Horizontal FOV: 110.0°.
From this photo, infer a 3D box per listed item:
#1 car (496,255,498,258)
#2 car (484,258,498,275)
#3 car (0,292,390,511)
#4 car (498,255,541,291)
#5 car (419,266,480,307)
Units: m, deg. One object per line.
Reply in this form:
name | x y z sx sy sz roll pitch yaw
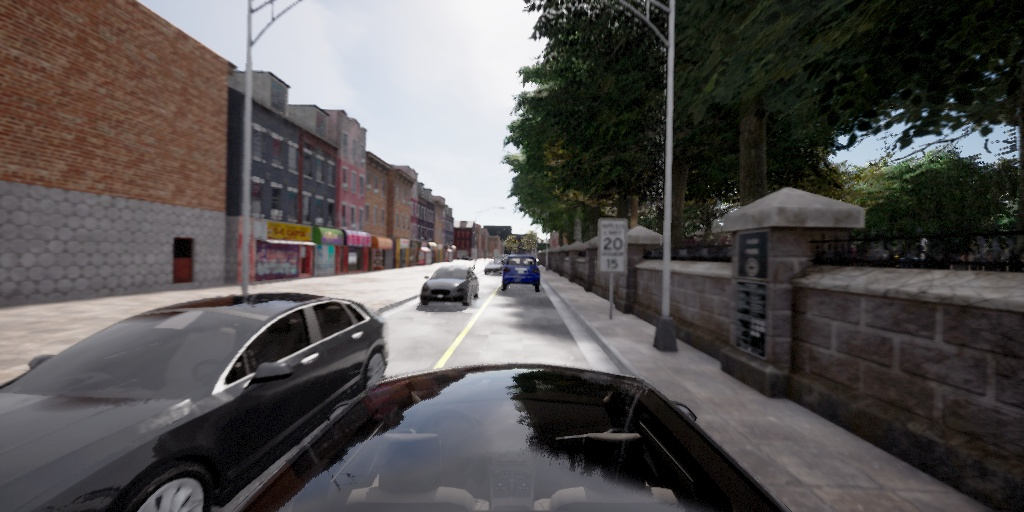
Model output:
car | -1.327 0.831 50.257 2.150 2.045 5.566 1 0 2
car | -1.753 1.186 36.999 2.033 1.411 5.357 1 0 2
car | -2.841 1.196 3.606 1.837 1.490 4.892 1 0 3
car | 0.562 0.948 21.948 2.150 2.045 5.566 1 0 2
car | -2.496 1.181 15.271 1.837 1.490 4.892 1 0 2
